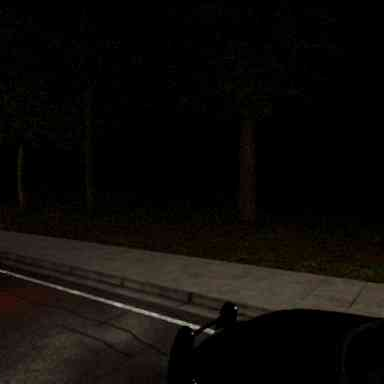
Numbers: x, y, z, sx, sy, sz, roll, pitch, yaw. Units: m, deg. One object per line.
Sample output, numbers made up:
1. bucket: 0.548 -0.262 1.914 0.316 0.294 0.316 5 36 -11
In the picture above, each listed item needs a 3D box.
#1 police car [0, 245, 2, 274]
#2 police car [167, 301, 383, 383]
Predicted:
1. police car: -6.822 1.406 8.432 5.238 1.638 1.930 0 0 36
2. police car: 2.133 1.427 2.041 5.238 1.638 1.930 0 0 36
